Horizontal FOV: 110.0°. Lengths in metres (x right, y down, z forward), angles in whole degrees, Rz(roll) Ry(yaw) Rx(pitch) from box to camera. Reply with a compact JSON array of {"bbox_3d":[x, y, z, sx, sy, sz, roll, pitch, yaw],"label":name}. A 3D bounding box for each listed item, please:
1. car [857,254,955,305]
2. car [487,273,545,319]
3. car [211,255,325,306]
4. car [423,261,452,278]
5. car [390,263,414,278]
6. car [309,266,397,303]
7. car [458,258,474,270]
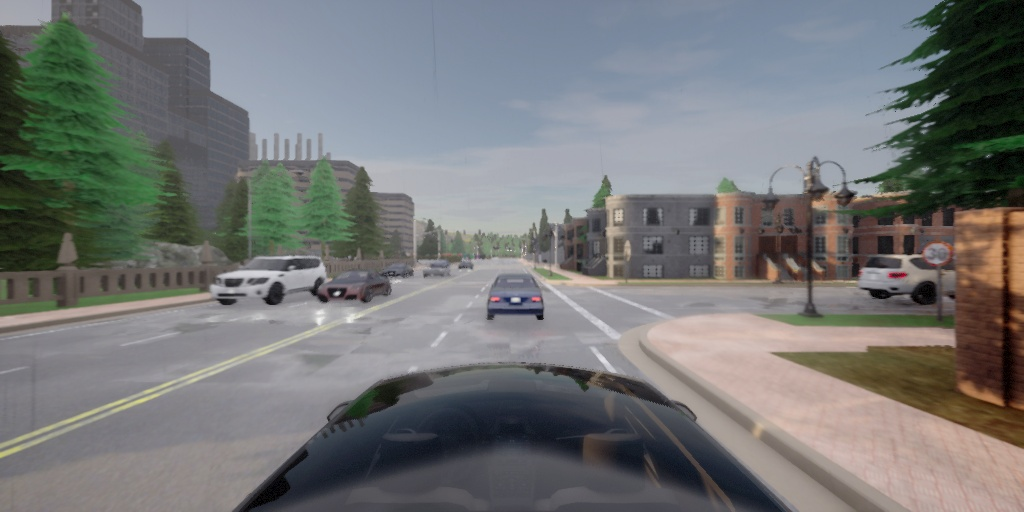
[{"bbox_3d":[18.236,0.951,15.280,5.566,2.045,2.150,0,0,4],"label":"car"},{"bbox_3d":[0.105,1.310,12.799,2.033,1.411,5.357,0,0,0],"label":"car"},{"bbox_3d":[-10.593,0.988,16.298,2.150,2.045,5.566,0,0,0],"label":"car"},{"bbox_3d":[-7.079,1.388,34.042,1.895,1.301,4.718,0,0,0],"label":"car"},{"bbox_3d":[-10.578,1.350,33.479,1.994,1.385,4.181,0,0,0],"label":"car"},{"bbox_3d":[-7.091,1.330,16.524,1.994,1.385,4.181,0,0,0],"label":"car"},{"bbox_3d":[-6.971,1.384,55.073,1.994,1.385,4.181,0,0,0],"label":"car"}]
